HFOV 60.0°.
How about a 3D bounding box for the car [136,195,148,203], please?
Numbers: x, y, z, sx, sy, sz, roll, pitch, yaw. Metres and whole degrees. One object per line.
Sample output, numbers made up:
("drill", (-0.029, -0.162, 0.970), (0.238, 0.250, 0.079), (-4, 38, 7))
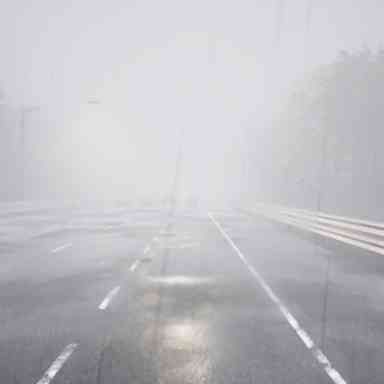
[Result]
("car", (-10.519, 1.509, 70.116), (1.882, 1.535, 5.008), (0, 0, 0))

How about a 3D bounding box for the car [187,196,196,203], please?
("car", (-0.019, 1.532, 70.753), (1.837, 1.490, 4.892), (0, 0, 0))

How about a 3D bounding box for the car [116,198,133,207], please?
("car", (-10.518, 1.624, 52.605), (1.895, 1.301, 4.718), (0, 0, 0))

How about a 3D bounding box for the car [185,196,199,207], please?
("car", (-0.018, 1.376, 52.549), (2.097, 1.767, 4.553), (0, 0, 0))

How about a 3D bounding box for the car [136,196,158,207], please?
("car", (-7.017, 1.571, 52.161), (2.033, 1.411, 5.357), (0, 0, 0))

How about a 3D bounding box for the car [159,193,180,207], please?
("car", (-3.517, 1.242, 52.192), (2.150, 2.045, 5.566), (0, 0, 0))

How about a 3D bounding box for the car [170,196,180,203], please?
("car", (-3.519, 1.535, 70.681), (1.837, 1.490, 4.892), (0, 0, 0))
